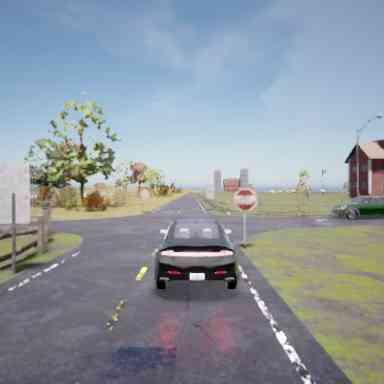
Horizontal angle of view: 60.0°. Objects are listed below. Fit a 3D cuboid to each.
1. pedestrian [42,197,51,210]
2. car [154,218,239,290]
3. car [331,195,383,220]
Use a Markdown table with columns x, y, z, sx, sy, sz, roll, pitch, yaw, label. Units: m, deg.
| x | y | z | sx | sy | sz | roll | pitch | yaw | label |
| --- | --- | --- | --- | --- | --- | --- | --- | --- | --- |
| -12.147 | 1.323 | 27.776 | 0.375 | 1.860 | 0.375 | 0 | 1 | 0 | pedestrian |
| 0.103 | 1.459 | 9.004 | 2.128 | 1.511 | 4.902 | 0 | 0 | 0 | car |
| 12.724 | 1.058 | 24.545 | 4.553 | 1.767 | 2.097 | -1 | 1 | 0 | car |
